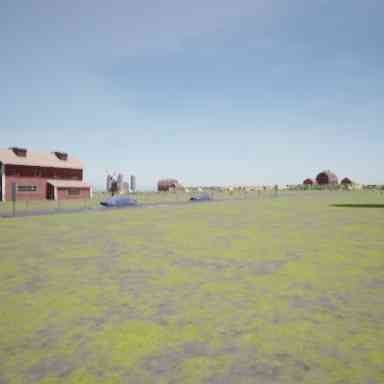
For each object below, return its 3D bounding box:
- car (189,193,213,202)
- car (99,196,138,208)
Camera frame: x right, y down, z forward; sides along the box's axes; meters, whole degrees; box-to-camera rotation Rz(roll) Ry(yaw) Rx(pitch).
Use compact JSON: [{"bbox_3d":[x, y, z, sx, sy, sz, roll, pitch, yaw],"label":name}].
[{"bbox_3d":[1.708,0.959,58.727,2.033,1.411,5.357,0,1,36],"label":"car"},{"bbox_3d":[-9.480,1.215,43.458,2.033,1.411,5.357,0,1,36],"label":"car"}]
